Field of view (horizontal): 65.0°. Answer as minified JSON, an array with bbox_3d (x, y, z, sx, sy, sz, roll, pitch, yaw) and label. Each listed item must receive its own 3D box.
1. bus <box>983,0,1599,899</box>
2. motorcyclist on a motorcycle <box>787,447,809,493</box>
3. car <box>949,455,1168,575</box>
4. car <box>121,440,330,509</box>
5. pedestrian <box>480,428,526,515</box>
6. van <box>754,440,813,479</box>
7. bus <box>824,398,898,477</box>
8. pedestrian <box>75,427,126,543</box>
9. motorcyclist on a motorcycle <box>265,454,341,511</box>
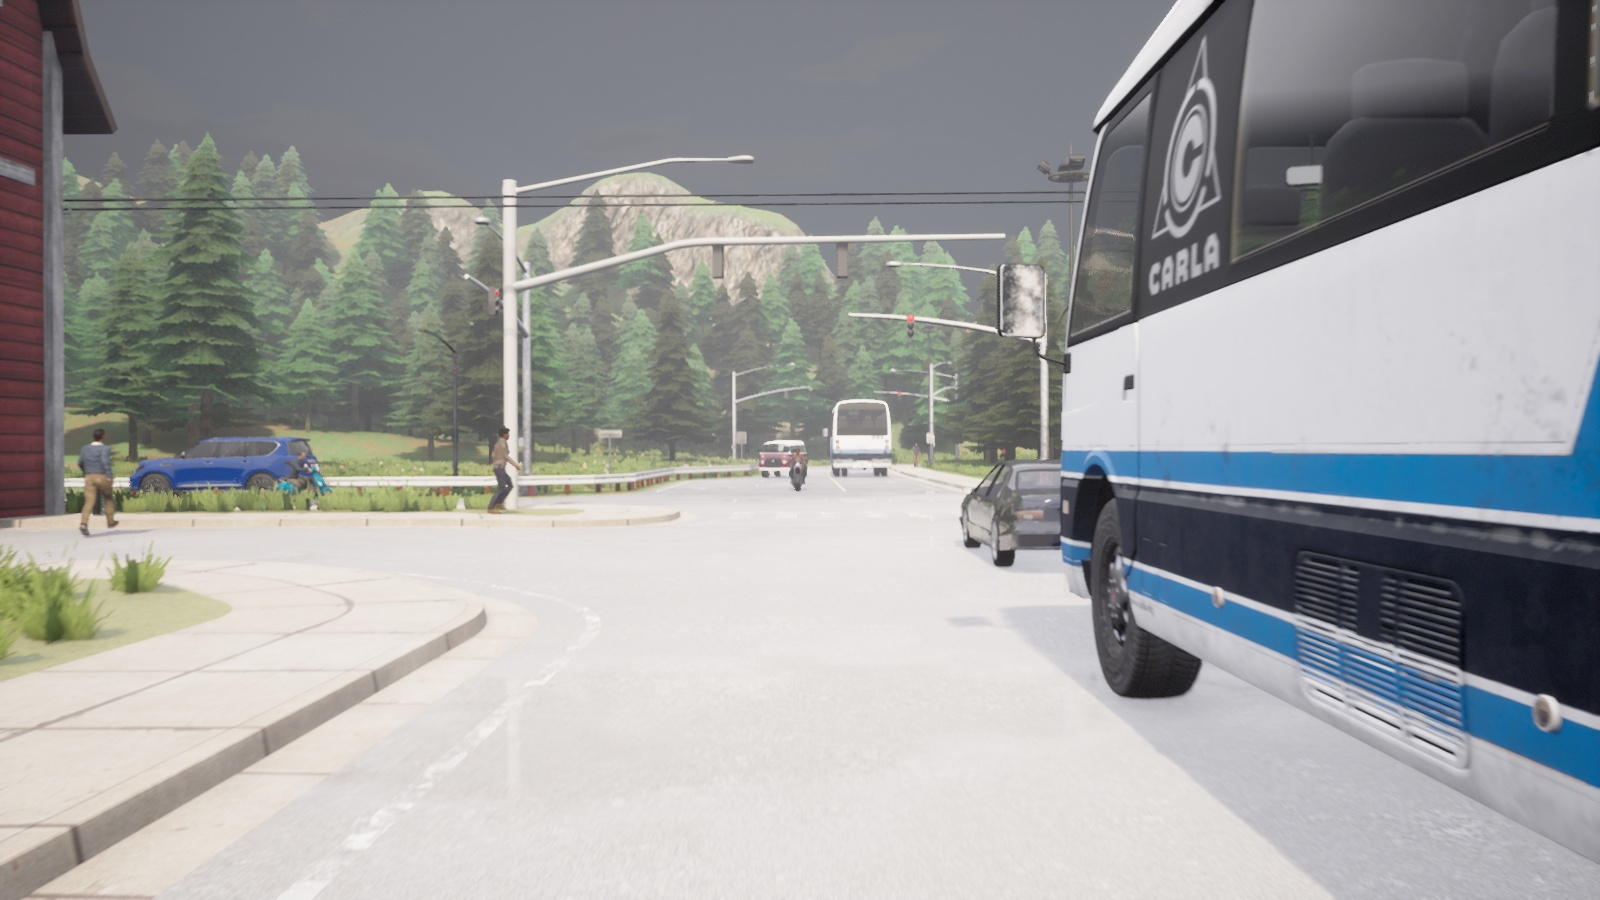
[{"bbox_3d":[3.467,-0.604,4.902,3.944,4.253,10.273,-1,0,0],"label":"bus"},{"bbox_3d":[-0.074,0.720,47.080,0.766,1.649,2.350,-1,0,0],"label":"motorcyclist on a motorcycle"},{"bbox_3d":[3.469,0.803,17.995,2.033,1.411,5.357,-1,0,0],"label":"car"},{"bbox_3d":[-18.002,0.740,39.515,5.566,2.045,2.150,-1,0,1],"label":"car"},{"bbox_3d":[-6.191,0.440,26.191,0.869,1.805,0.328,-1,0,-24],"label":"pedestrian"},{"bbox_3d":[-0.880,0.479,68.594,2.069,2.038,4.480,-1,0,15],"label":"van"},{"bbox_3d":[3.440,-0.679,73.873,3.944,4.253,10.273,-1,0,1],"label":"bus"},{"bbox_3d":[-12.018,0.584,21.597,0.423,1.949,0.788,-1,0,-1],"label":"pedestrian"},{"bbox_3d":[-14.217,0.933,35.946,1.817,1.590,0.866,-1,0,1],"label":"motorcyclist on a motorcycle"}]
